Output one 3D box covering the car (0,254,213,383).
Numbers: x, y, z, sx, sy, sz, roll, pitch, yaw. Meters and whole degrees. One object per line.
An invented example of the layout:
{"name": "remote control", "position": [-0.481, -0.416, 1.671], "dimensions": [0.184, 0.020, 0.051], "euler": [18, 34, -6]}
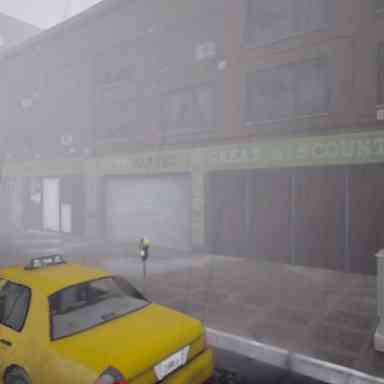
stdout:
{"name": "car", "position": [-2.060, 1.496, 4.353], "dimensions": [4.829, 1.417, 1.752], "euler": [0, 0, 36]}
